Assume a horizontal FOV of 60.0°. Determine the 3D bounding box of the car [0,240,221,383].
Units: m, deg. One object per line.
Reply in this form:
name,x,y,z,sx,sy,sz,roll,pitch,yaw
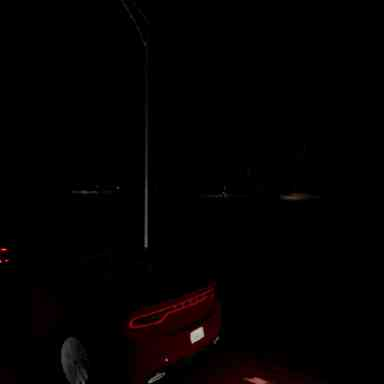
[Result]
car,-1.928,1.534,5.392,5.008,1.535,1.882,0,-1,37
